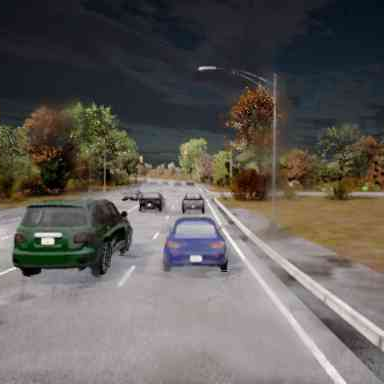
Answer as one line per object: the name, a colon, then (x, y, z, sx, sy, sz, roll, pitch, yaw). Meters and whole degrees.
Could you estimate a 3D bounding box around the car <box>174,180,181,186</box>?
car: (-3.890, -2.301, 89.137, 2.128, 1.511, 4.902, 0, 3, -2)

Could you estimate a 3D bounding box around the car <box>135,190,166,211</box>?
car: (-3.396, 0.753, 28.974, 1.882, 1.535, 5.008, 0, 3, 0)

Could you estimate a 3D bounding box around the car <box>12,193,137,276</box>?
car: (-3.399, 1.218, 10.540, 2.150, 2.045, 5.566, 0, 1, 0)

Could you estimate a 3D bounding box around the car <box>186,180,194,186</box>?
car: (-0.391, -2.308, 89.235, 1.882, 1.535, 5.008, 0, 3, -2)

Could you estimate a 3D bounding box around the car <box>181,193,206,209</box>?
car: (0.105, 0.815, 28.004, 2.128, 1.511, 4.902, 0, 3, 0)

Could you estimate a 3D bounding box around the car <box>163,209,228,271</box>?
car: (0.101, 1.516, 10.801, 1.812, 1.442, 4.674, 0, 1, 0)

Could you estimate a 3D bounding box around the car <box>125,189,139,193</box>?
car: (-6.994, 0.346, 39.417, 2.033, 1.411, 5.357, 0, 3, 0)
